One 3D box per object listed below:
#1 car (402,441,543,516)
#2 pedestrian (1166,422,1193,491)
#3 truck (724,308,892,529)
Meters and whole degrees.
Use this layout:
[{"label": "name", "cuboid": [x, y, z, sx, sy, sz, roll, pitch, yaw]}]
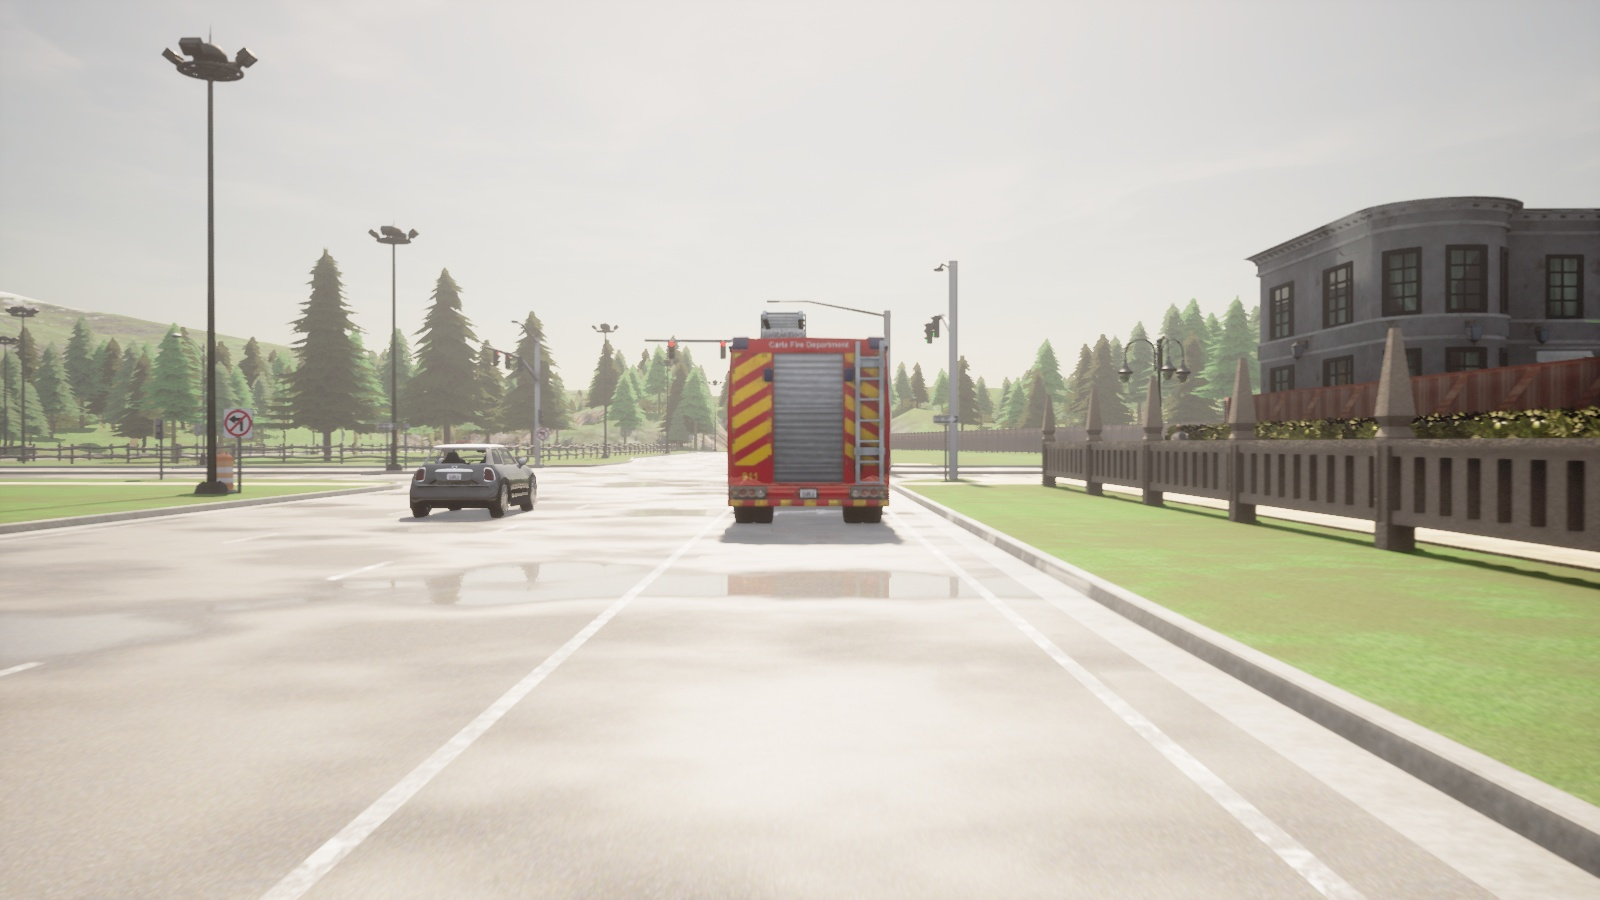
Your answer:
[{"label": "car", "cuboid": [-6.833, 0.556, 26.603, 1.970, 1.475, 3.806, 0, 0, 0]}, {"label": "pedestrian", "cuboid": [10.329, 0.171, 34.213, 0.540, 1.848, 0.694, 0, 0, 3]}, {"label": "truck", "cuboid": [0.164, -0.564, 25.949, 2.891, 3.827, 8.468, 0, 0, 0]}]
